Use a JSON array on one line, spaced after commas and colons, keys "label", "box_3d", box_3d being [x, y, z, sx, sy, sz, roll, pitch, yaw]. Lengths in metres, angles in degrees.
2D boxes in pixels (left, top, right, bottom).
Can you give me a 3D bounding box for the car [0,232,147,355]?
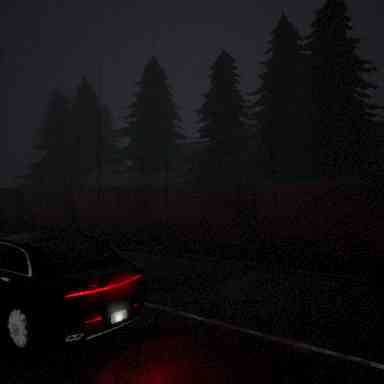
[{"label": "car", "box_3d": [-3.004, 1.506, 6.133, 4.892, 1.490, 1.837, 0, 0, 35]}]
